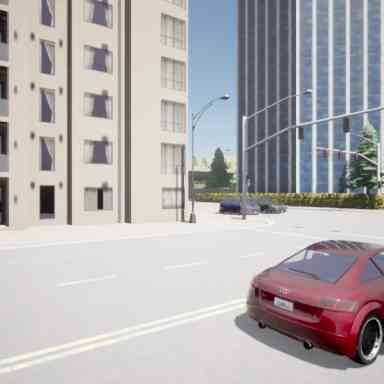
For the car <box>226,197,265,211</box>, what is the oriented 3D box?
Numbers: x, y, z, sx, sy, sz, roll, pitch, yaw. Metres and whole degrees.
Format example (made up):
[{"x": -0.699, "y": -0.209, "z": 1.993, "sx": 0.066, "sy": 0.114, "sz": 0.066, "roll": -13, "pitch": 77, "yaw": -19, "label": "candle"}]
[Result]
[{"x": 6.697, "y": 1.491, "z": 42.448, "sx": 2.128, "sy": 1.511, "sz": 4.902, "roll": 0, "pitch": 0, "yaw": -34, "label": "car"}]

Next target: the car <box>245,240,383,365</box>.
[{"x": 2.947, "y": 1.564, "z": 5.881, "sx": 4.181, "sy": 1.385, "sz": 1.994, "roll": 0, "pitch": 0, "yaw": -35, "label": "car"}]

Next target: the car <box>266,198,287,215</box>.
[{"x": 7.613, "y": 1.352, "z": 34.697, "sx": 2.097, "sy": 1.767, "sz": 4.553, "roll": 0, "pitch": 0, "yaw": -35, "label": "car"}]

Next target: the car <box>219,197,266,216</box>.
[{"x": 4.656, "y": 1.352, "z": 32.656, "sx": 2.097, "sy": 1.767, "sz": 4.553, "roll": 0, "pitch": 0, "yaw": -33, "label": "car"}]
